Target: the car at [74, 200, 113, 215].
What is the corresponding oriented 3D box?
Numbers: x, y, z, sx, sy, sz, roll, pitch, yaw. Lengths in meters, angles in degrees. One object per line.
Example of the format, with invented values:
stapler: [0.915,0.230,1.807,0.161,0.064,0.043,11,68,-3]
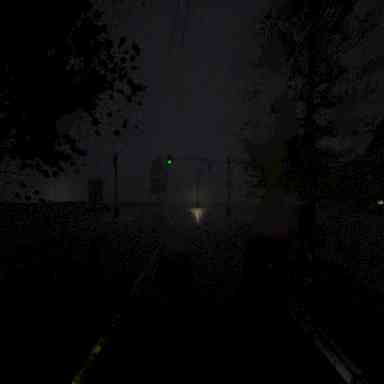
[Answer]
car: [-10.838,1.602,34.930,4.902,1.511,2.128,2,1,-13]
